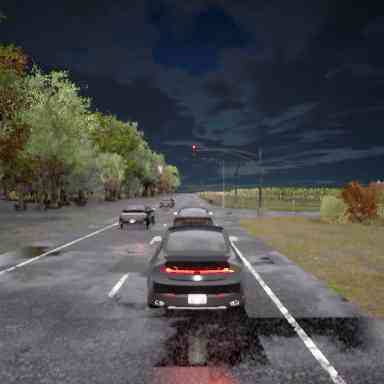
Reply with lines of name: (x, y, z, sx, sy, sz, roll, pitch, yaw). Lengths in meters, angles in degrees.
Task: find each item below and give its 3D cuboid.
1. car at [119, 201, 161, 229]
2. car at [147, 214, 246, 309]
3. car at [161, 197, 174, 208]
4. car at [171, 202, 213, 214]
car: (-3.451, 1.482, 21.636, 2.128, 1.511, 4.902, 0, 0, 0)
car: (0.081, 1.501, 7.855, 1.837, 1.490, 4.892, 0, 0, 0)
car: (-3.511, 1.467, 47.576, 2.128, 1.511, 4.902, 0, 0, 0)
car: (0.063, 1.470, 17.100, 1.882, 1.535, 5.008, 0, 0, 0)
